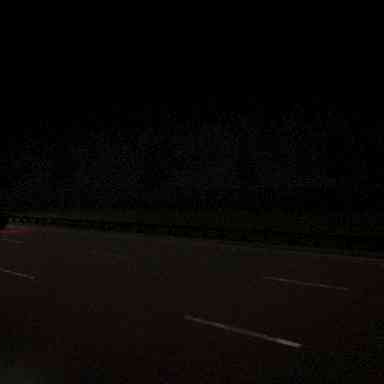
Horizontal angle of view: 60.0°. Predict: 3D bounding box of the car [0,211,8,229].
[{"bbox_3d":[-14.635,1.787,22.914,5.008,1.535,1.882,-1,0,36],"label":"car"}]
